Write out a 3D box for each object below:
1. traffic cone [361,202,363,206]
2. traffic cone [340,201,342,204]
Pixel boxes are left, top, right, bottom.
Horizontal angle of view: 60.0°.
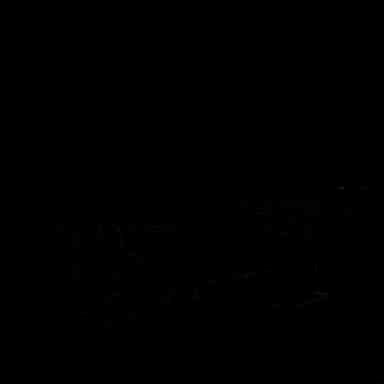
[{"bbox_3d":[23.127,1.669,45.150,0.340,0.580,0.340,-1,1,-7],"label":"traffic cone"},{"bbox_3d":[22.242,1.567,49.721,0.340,0.580,0.340,-1,1,-15],"label":"traffic cone"}]
